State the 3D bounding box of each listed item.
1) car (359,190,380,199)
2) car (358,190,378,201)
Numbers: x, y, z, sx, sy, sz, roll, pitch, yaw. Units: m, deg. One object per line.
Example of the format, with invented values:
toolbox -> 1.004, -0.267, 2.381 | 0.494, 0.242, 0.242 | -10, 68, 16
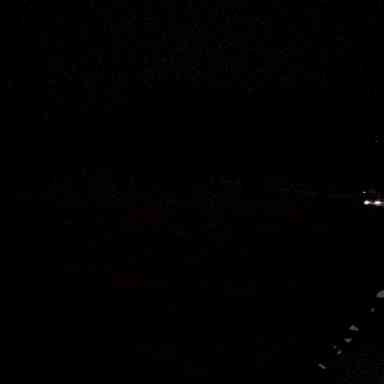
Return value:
car -> 31.803, 0.336, 59.724 | 1.812, 1.442, 4.674 | 1, 2, 9
car -> 27.025, 0.615, 51.084 | 1.895, 1.301, 4.718 | 1, 2, 14
